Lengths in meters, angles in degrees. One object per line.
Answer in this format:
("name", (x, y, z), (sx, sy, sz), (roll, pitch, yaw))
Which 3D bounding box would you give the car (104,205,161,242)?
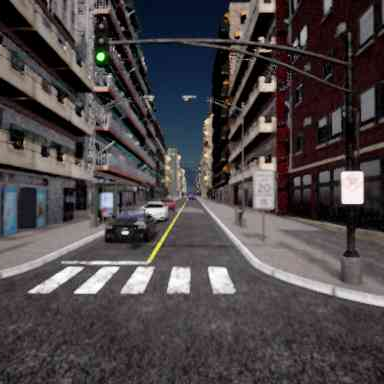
("car", (-2.847, 1.543, 16.144), (1.994, 1.385, 4.181), (0, 0, 0))

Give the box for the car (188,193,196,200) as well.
("car", (-0.023, 1.663, 92.842), (1.895, 1.301, 4.718), (0, 0, 0))

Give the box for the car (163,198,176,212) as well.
("car", (-2.842, 1.457, 38.494), (1.882, 1.535, 5.008), (0, 0, 0))

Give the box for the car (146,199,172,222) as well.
("car", (-2.851, 1.501, 25.978), (1.812, 1.442, 4.674), (0, 0, 0))
